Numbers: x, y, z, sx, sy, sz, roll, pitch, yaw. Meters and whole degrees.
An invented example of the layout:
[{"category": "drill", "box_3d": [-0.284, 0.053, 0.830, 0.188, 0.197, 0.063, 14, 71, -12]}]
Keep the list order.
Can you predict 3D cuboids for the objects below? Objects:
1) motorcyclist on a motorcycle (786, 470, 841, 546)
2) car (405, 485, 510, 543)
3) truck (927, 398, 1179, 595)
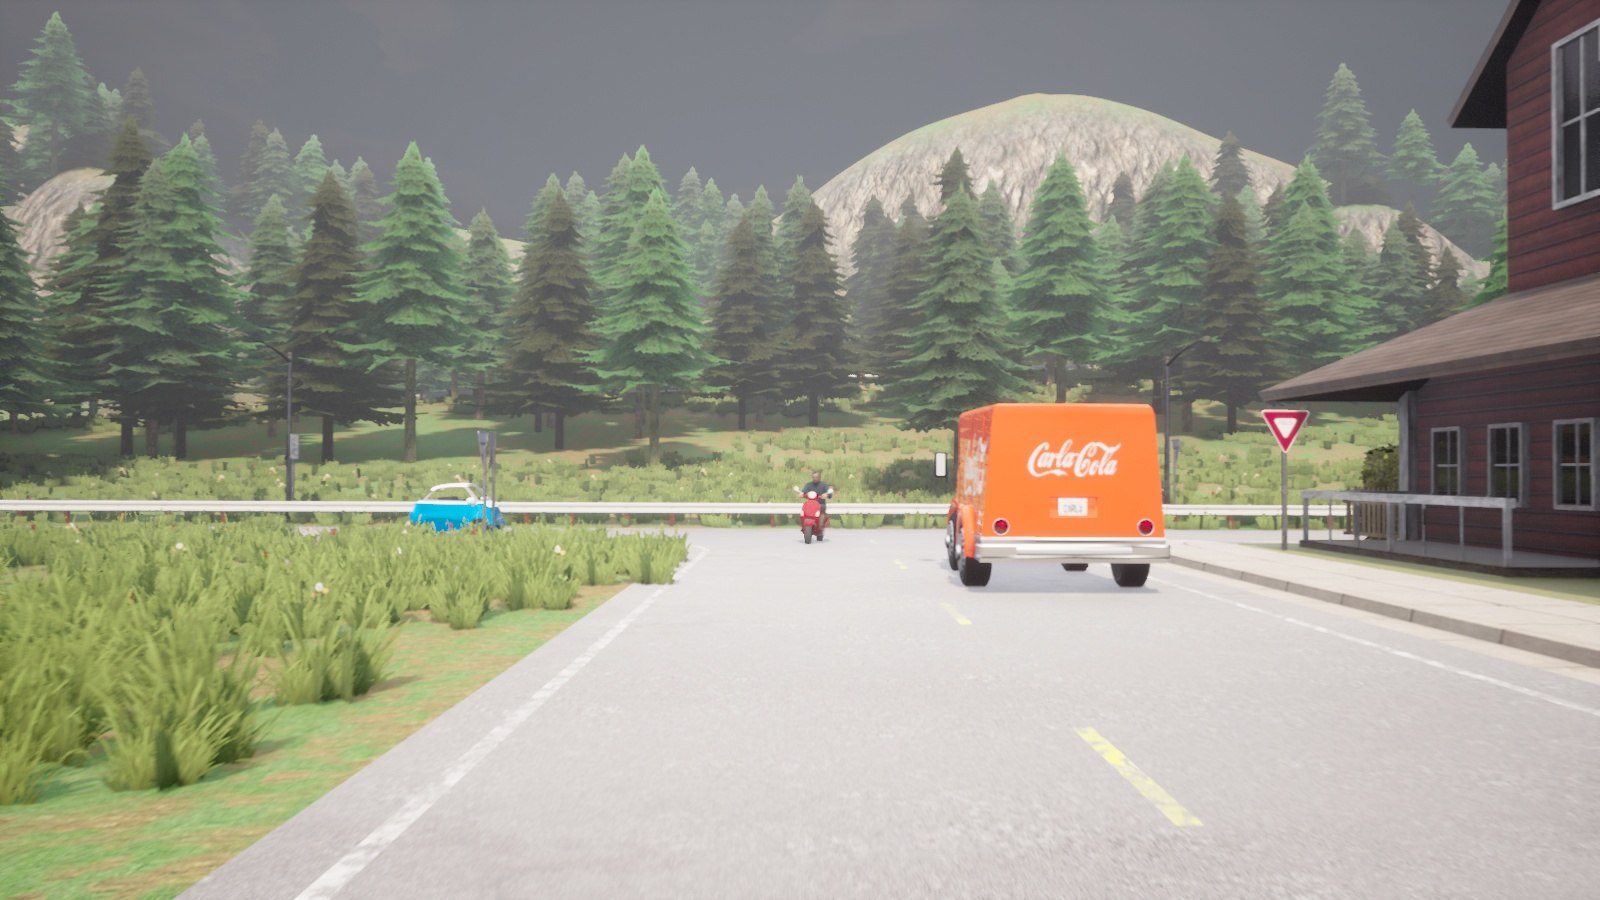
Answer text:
[{"category": "motorcyclist on a motorcycle", "box_3d": [0.306, 1.259, 27.627, 0.866, 1.590, 1.817, 1, -1, 11]}, {"category": "car", "box_3d": [-8.520, 1.568, 31.353, 2.207, 1.376, 1.481, -1, -1, 0]}, {"category": "truck", "box_3d": [3.451, 0.624, 18.432, 2.627, 2.467, 5.204, 0, -1, 0]}]
